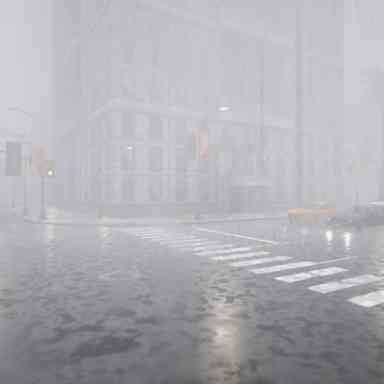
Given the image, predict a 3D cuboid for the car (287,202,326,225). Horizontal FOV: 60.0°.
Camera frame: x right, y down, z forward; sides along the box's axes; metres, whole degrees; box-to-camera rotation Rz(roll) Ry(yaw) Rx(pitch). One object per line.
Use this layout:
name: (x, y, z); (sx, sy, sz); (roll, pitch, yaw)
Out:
car: (8.995, 1.478, 23.924); (5.008, 1.535, 1.882); (0, 0, -32)

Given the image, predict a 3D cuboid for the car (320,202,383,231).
car: (10.808, 1.547, 20.933); (5.357, 1.411, 2.033); (0, 0, -32)

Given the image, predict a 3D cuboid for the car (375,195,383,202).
car: (17.690, 1.221, 29.216); (5.566, 2.045, 2.150); (0, 0, -31)
